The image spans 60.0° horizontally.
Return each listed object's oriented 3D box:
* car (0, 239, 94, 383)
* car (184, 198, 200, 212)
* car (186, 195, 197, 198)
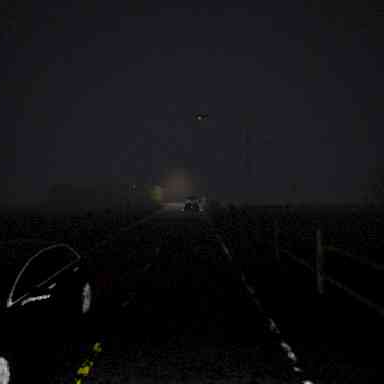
[{"bbox_3d":[-2.843,1.538,4.762,1.837,1.490,4.892,0,0,0],"label":"car"},{"bbox_3d":[-0.014,1.842,43.498,1.994,1.385,4.181,0,0,0],"label":"car"},{"bbox_3d":[-0.017,1.558,53.534,2.150,2.045,5.566,0,0,0],"label":"car"}]
